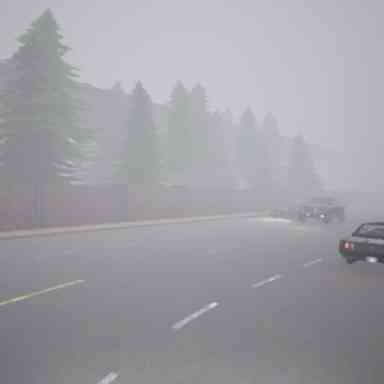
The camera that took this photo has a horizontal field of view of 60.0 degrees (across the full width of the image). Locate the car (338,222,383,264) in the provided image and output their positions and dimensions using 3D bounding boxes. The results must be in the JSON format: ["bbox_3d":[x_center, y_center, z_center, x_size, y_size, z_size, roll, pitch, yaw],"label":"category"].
[{"bbox_3d":[6.641,1.664,11.174,1.895,1.301,4.718,1,0,42],"label":"car"}]

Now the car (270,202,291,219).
[{"bbox_3d":[8.622,1.603,29.496,1.994,1.385,4.181,1,0,42],"label":"car"}]

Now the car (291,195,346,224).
[{"bbox_3d":[10.218,1.295,26.014,2.150,2.045,5.566,1,0,42],"label":"car"}]
